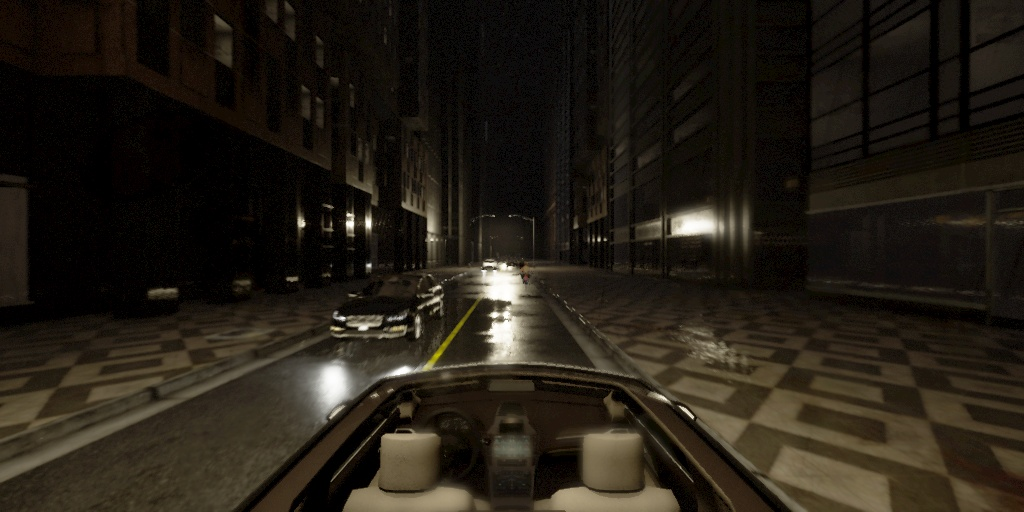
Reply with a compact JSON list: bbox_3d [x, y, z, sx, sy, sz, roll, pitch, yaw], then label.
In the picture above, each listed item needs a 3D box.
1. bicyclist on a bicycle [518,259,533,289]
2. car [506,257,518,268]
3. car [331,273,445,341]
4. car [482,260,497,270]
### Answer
[{"bbox_3d":[0.825,1.171,21.498,0.866,1.612,1.509,0,0,0],"label":"bicyclist on a bicycle"},{"bbox_3d":[0.044,1.178,59.822,1.882,1.535,5.008,0,0,1],"label":"car"},{"bbox_3d":[-3.097,1.248,9.902,1.837,1.490,4.892,0,0,0],"label":"car"},{"bbox_3d":[-3.077,1.236,50.322,1.812,1.442,4.674,0,0,0],"label":"car"}]
